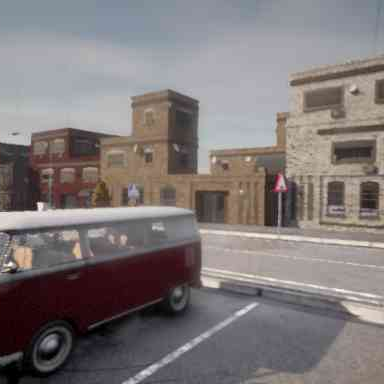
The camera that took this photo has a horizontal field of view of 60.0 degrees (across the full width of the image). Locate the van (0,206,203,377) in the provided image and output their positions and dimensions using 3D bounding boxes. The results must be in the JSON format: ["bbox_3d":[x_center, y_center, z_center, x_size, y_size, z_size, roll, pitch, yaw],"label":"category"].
[{"bbox_3d":[-1.703,1.267,5.473,1.878,1.987,4.442,0,0,36],"label":"van"}]
